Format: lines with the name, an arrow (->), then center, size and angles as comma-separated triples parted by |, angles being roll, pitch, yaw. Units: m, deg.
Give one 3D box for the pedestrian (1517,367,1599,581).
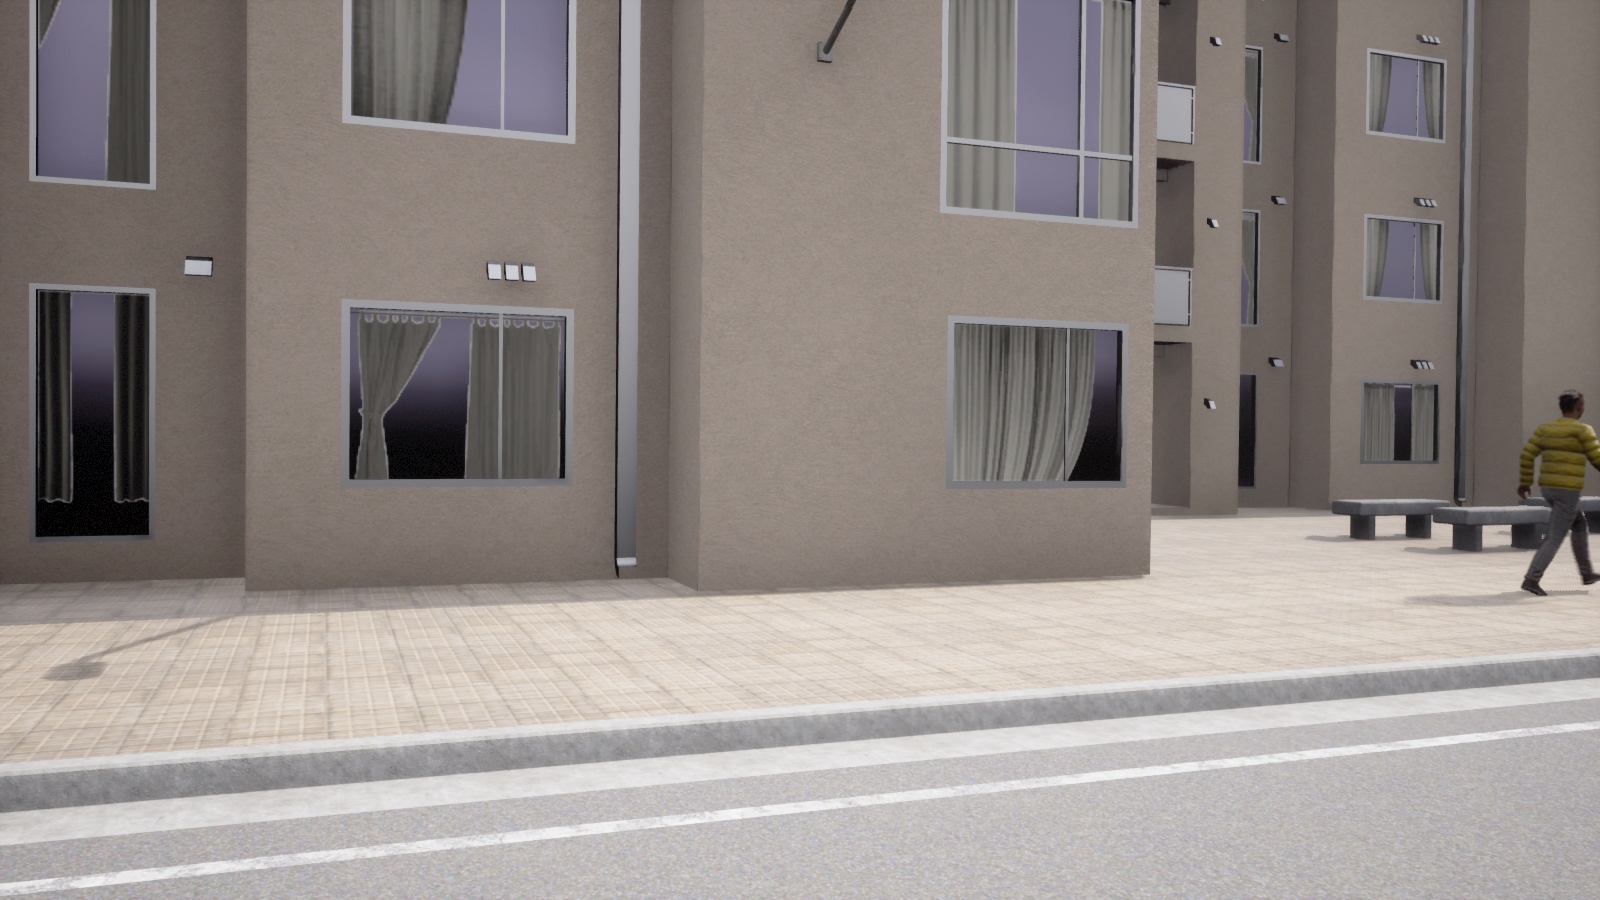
pedestrian -> 6.804, 0.202, 11.098 | 0.709, 1.840, 0.431 | -1, 1, -13
